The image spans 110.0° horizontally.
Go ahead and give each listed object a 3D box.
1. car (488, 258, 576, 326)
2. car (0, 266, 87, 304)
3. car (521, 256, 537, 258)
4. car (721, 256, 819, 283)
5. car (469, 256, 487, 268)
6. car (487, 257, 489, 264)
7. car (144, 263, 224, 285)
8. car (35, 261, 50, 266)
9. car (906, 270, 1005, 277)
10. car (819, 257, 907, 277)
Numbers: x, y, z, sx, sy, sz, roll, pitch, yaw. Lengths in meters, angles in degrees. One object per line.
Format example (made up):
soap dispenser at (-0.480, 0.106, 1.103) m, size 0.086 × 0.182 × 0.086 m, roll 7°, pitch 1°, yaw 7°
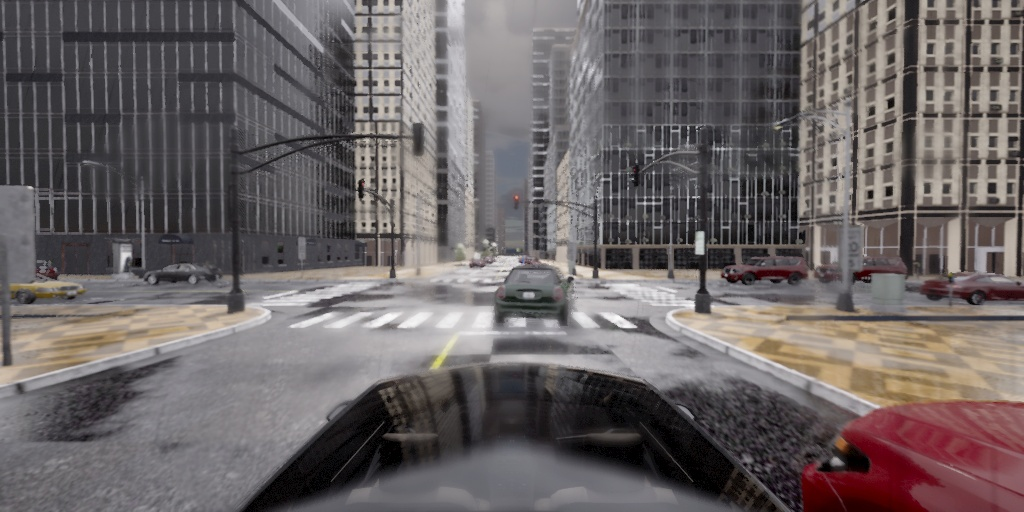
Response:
car at (0.919, 1.066, 11.754) m, size 2.097 × 1.767 × 4.553 m, roll 0°, pitch 0°, yaw 12°
car at (-21.257, 1.257, 15.356) m, size 4.829 × 1.417 × 1.751 m, roll 0°, pitch 0°, yaw 0°
car at (2.566, 0.892, 48.757) m, size 2.192 × 1.841 × 5.009 m, roll 0°, pitch 0°, yaw 0°
car at (16.567, 0.951, 23.570) m, size 5.009 × 1.841 × 2.192 m, roll 0°, pitch 0°, yaw 0°
car at (-5.301, 0.996, 54.259) m, size 1.967 × 1.591 × 4.097 m, roll 0°, pitch 0°, yaw 0°
car at (-5.300, 1.117, 59.784) m, size 1.802 × 1.307 × 4.207 m, roll 0°, pitch 0°, yaw 0°
car at (-21.443, 1.134, 23.493) m, size 4.403 × 1.370 × 2.007 m, roll 0°, pitch 0°, yaw 0°
car at (-32.559, 1.007, 23.400) m, size 4.097 × 1.591 × 1.967 m, roll 0°, pitch 0°, yaw 0°
car at (20.184, 1.372, 15.440) m, size 4.207 × 1.307 × 1.802 m, roll 0°, pitch 0°, yaw 0°
car at (22.899, 0.960, 23.583) m, size 5.009 × 1.841 × 2.192 m, roll 0°, pitch 0°, yaw 0°
